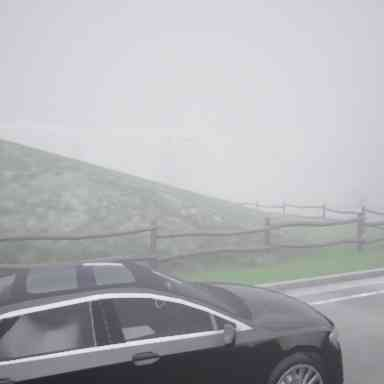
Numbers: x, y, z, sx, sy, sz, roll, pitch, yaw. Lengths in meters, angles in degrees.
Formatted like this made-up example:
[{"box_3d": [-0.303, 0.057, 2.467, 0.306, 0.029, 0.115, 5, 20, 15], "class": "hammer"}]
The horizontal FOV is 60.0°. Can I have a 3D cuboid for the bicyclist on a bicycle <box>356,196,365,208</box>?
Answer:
[{"box_3d": [22.412, 1.302, 44.164, 1.656, 1.620, 0.582, 0, 0, -44], "class": "bicyclist on a bicycle"}]

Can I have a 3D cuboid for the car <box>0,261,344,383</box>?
[{"box_3d": [-0.734, 1.491, 3.287, 4.902, 1.511, 2.128, 0, 0, -24], "class": "car"}]

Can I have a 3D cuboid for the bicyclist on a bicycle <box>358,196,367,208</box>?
[{"box_3d": [22.722, 1.302, 43.844, 1.656, 1.620, 0.582, 0, 0, -44], "class": "bicyclist on a bicycle"}]
